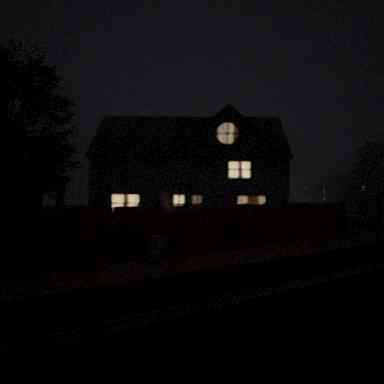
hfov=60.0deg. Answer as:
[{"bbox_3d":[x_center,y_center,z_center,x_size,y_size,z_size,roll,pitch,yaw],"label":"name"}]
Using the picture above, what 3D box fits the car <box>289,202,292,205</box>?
[{"bbox_3d":[15.503,2.447,53.596,2.097,1.767,4.553,1,-1,2],"label":"car"}]
